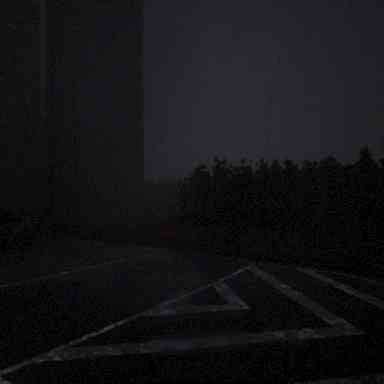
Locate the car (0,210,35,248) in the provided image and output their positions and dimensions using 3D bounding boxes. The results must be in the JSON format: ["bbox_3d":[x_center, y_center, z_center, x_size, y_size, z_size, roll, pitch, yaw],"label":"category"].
[{"bbox_3d":[-8.430,1.526,12.984,1.851,1.617,3.988,0,0,35],"label":"car"}]
